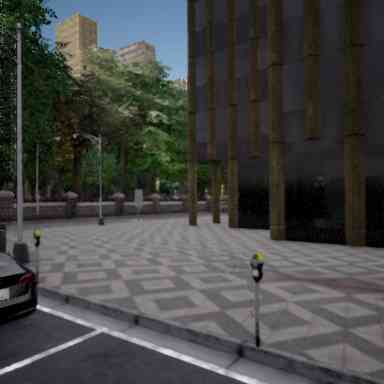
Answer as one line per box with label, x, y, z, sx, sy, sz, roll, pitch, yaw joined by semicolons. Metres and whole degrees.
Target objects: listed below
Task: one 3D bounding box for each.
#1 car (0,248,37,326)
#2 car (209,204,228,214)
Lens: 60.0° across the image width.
car;-4.646;1.637;6.276;4.313;1.339;1.947;-1;0;35
car;4.609;2.771;54.416;2.128;1.511;4.902;-1;-2;36
